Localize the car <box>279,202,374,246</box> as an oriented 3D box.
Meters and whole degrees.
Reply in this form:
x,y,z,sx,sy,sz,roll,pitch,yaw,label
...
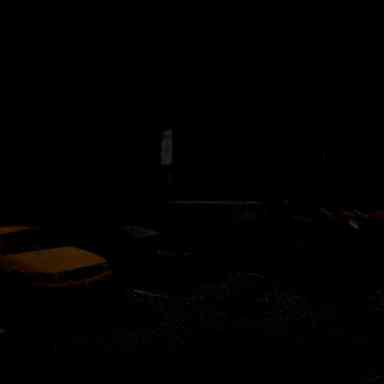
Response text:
x,y,z,sx,sy,sz,roll,pitch,yaw,label
5.419,1.353,15.094,4.553,1.767,2.185,-1,-1,34,car

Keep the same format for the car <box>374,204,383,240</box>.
x,y,z,sx,sy,sz,roll,pitch,yaw,label
7.885,1.516,16.817,4.674,1.452,2.002,-1,-1,34,car

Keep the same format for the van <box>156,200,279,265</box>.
x,y,z,sx,sy,sz,roll,pitch,yaw,label
0.456,1.258,11.635,4.442,1.987,1.878,-1,-1,34,van

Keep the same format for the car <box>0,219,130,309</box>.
x,y,z,sx,sy,sz,roll,pitch,yaw,label
-4.168,1.480,7.962,5.366,1.575,1.946,-1,-1,34,car

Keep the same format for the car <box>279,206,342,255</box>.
x,y,z,sx,sy,sz,roll,pitch,yaw,label
3.001,1.479,13.313,5.008,1.535,2.097,-1,-1,34,car

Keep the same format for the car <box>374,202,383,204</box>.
x,y,z,sx,sy,sz,roll,pitch,yaw,label
10.352,1.349,18.540,4.553,1.767,2.185,-1,-1,34,car

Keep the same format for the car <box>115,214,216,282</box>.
x,y,z,sx,sy,sz,roll,pitch,yaw,label
-1.884,1.524,9.825,4.674,1.452,2.002,-1,-1,34,car
